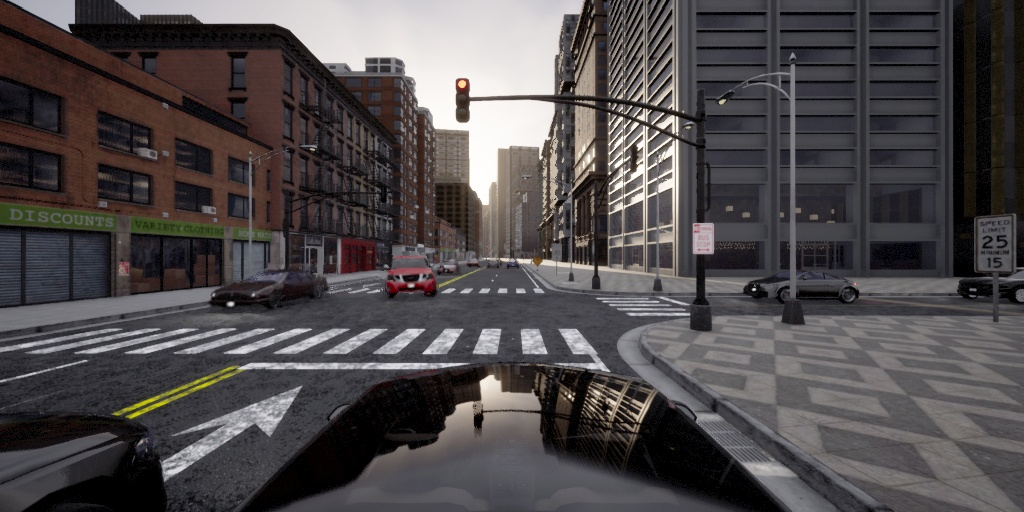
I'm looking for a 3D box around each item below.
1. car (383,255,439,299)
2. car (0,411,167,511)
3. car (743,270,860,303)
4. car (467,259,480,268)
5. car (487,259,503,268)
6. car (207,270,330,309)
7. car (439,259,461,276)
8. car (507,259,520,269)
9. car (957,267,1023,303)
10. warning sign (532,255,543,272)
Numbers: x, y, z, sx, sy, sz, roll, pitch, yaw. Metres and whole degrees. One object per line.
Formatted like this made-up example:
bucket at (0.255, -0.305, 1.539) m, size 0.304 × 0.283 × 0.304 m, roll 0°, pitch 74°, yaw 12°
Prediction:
car at (-5.383, 0.971, 18.615) m, size 2.150 × 2.045 × 5.566 m, roll -1°, pitch 0°, yaw -19°
car at (-3.152, 1.241, 0.283) m, size 2.128 × 1.511 × 4.902 m, roll 0°, pitch 0°, yaw 0°
car at (12.892, 1.328, 16.139) m, size 4.181 × 1.385 × 1.994 m, roll 0°, pitch 0°, yaw 0°
car at (-6.406, 1.193, 60.064) m, size 1.882 × 1.535 × 5.008 m, roll 0°, pitch 0°, yaw 1°
car at (-3.025, 1.208, 59.348) m, size 2.128 × 1.511 × 4.902 m, roll 0°, pitch 0°, yaw 0°
car at (-9.822, 1.297, 15.180) m, size 2.033 × 1.411 × 5.357 m, roll 0°, pitch 0°, yaw 0°
car at (-6.523, 1.300, 37.483) m, size 1.994 × 1.385 × 4.181 m, roll 0°, pitch 0°, yaw 0°
car at (0.160, 1.244, 57.357) m, size 1.812 × 1.442 × 4.674 m, roll 0°, pitch 0°, yaw 1°
car at (23.189, 1.247, 16.073) m, size 5.008 × 1.535 × 1.882 m, roll 0°, pitch 0°, yaw 0°
warning sign at (2.934, 0.848, 41.273) m, size 1.300 × 1.860 × 1.060 m, roll 0°, pitch 0°, yaw 0°
